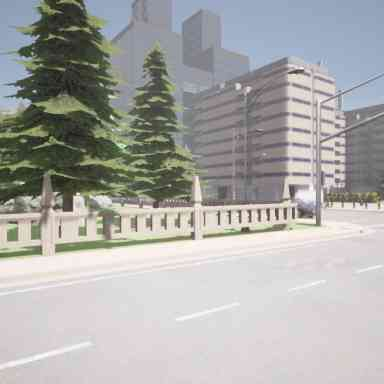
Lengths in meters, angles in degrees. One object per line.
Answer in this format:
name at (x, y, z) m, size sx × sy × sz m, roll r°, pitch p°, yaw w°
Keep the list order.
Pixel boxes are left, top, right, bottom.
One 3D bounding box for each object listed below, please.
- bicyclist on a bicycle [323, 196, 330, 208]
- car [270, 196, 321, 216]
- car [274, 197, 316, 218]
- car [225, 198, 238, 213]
bicyclist on a bicycle at (17.396, 1.299, 42.989) m, size 1.656 × 1.620 × 0.582 m, roll 0°, pitch 0°, yaw -35°
car at (10.438, 1.350, 33.826) m, size 2.097 × 1.767 × 4.553 m, roll 0°, pitch 0°, yaw -35°
car at (8.899, 1.503, 29.951) m, size 1.837 × 1.490 × 4.892 m, roll 0°, pitch 0°, yaw -35°
car at (5.117, 1.475, 41.303) m, size 1.882 × 1.535 × 5.008 m, roll 0°, pitch 0°, yaw -35°
